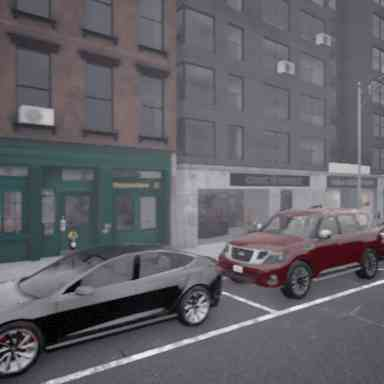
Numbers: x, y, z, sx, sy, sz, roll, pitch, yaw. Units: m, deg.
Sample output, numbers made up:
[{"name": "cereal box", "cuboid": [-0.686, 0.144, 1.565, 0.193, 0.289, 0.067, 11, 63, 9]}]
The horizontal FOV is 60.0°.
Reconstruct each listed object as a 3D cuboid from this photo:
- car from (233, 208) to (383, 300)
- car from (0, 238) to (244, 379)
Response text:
[{"name": "car", "cuboid": [3.052, 1.377, 8.721, 5.009, 1.841, 2.192, 1, -1, -35]}, {"name": "car", "cuboid": [-1.432, 1.582, 5.520, 4.313, 1.339, 1.947, 1, -1, -35]}]
